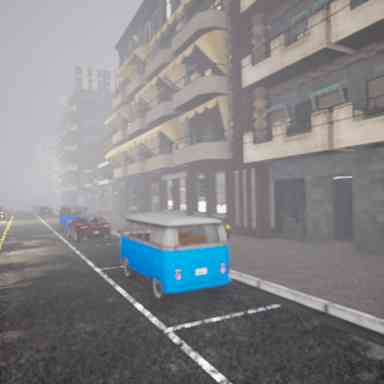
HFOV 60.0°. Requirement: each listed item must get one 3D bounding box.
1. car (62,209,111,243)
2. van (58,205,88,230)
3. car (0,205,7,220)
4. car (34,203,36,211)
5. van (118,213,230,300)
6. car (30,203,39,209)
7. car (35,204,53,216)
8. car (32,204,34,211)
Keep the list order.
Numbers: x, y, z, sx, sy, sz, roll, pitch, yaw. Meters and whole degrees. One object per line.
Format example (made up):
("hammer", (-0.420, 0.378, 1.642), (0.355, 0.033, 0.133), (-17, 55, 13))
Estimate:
("car", (-5.752, 1.908, 18.393), (1.887, 1.381, 4.507), (-1, -1, -27))
("van", (-8.302, 1.824, 23.295), (1.690, 1.788, 3.998), (-1, -1, -27))
("car", (-22.338, 2.326, 37.974), (2.097, 1.767, 4.553), (-1, -1, -27))
("car", (-23.653, 2.734, 52.840), (1.752, 1.417, 4.829), (-1, -1, -27))
("van", (-0.665, 1.469, 8.597), (1.690, 1.788, 3.998), (-1, -1, -27))
("car", (-38.851, 3.498, 82.086), (1.887, 1.381, 4.507), (-1, -1, -27))
("car", (-21.028, 2.648, 47.790), (1.947, 1.339, 4.313), (-1, -1, -27))
("car", (-26.200, 2.858, 57.740), (1.752, 1.417, 4.829), (-1, -1, -27))
